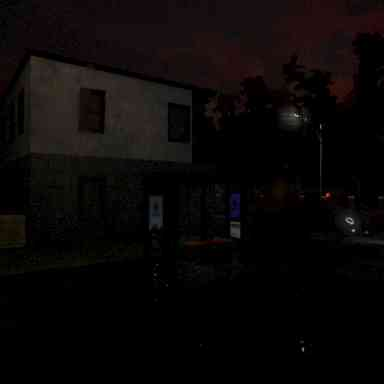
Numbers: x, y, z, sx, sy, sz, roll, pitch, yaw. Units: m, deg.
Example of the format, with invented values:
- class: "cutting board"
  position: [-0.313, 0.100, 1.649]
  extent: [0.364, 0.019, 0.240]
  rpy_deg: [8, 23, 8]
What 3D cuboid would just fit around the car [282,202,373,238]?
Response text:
- class: "car"
  position: [7.129, 1.360, 17.829]
  extent: [2.097, 1.767, 4.553]
  rpy_deg: [0, 0, -34]
